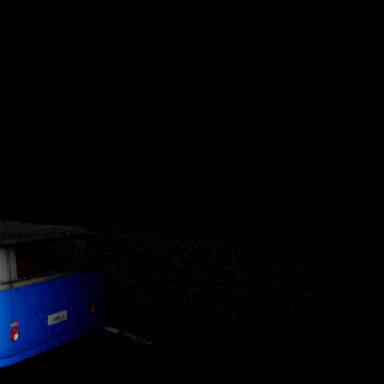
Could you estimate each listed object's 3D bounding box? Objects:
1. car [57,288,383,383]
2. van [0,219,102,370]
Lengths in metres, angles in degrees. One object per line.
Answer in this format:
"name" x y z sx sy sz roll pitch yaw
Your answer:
"car" 1.368 1.545 1.987 4.507 1.381 1.887 0 0 36
"van" -3.189 1.340 5.257 3.998 1.788 1.690 0 0 36
